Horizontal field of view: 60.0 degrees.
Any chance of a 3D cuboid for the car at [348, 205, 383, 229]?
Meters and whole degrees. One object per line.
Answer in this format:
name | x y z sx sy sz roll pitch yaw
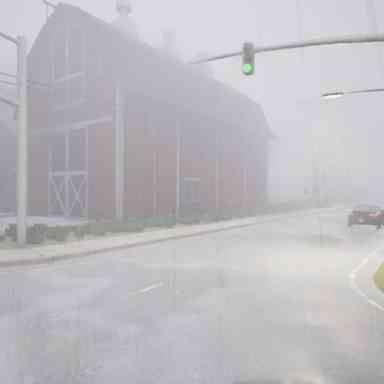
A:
car | 11.546 1.547 21.819 1.812 1.442 4.674 0 0 36
